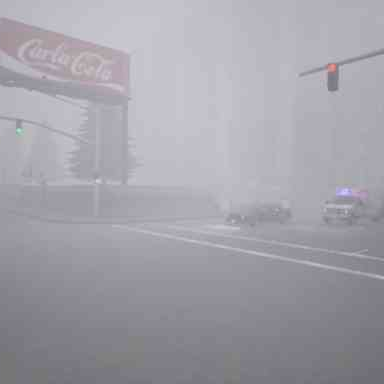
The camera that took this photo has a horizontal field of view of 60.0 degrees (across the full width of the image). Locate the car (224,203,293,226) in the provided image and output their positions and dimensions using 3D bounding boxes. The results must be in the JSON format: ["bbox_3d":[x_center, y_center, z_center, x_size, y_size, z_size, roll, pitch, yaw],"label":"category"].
[{"bbox_3d":[4.631,1.437,22.456,5.357,1.411,2.033,0,1,-39],"label":"car"}]

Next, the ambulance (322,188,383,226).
[{"bbox_3d":[11.682,0.973,23.594,6.366,2.431,2.351,0,1,-39],"label":"ambulance"}]
